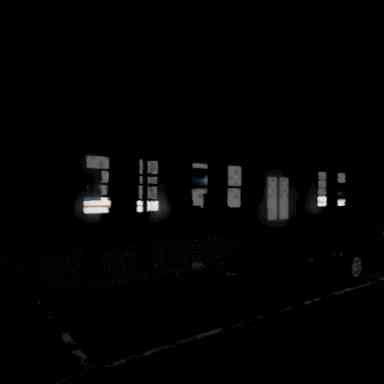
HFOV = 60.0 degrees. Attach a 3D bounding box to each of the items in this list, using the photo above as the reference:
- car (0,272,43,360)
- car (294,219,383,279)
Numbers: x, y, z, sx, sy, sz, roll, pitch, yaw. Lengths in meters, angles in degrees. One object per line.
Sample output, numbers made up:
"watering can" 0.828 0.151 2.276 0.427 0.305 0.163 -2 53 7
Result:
"car" -4.058 1.549 3.661 4.403 1.369 2.008 0 0 -36
"car" 4.960 1.558 10.096 4.507 1.381 1.887 0 0 -36
